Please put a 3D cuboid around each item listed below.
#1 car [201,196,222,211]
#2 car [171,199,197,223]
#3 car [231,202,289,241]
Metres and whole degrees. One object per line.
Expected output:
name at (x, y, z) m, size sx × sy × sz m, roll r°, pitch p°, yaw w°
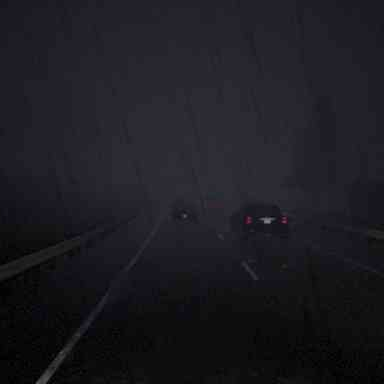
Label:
car at (2.267, 1.307, 39.956) m, size 2.097 × 1.767 × 4.553 m, roll 0°, pitch 0°, yaw -3°
car at (-0.587, 1.498, 25.264) m, size 1.812 × 1.442 × 4.674 m, roll 0°, pitch 0°, yaw -2°
car at (3.248, 1.332, 16.774) m, size 2.097 × 1.767 × 4.553 m, roll 0°, pitch 0°, yaw -2°
